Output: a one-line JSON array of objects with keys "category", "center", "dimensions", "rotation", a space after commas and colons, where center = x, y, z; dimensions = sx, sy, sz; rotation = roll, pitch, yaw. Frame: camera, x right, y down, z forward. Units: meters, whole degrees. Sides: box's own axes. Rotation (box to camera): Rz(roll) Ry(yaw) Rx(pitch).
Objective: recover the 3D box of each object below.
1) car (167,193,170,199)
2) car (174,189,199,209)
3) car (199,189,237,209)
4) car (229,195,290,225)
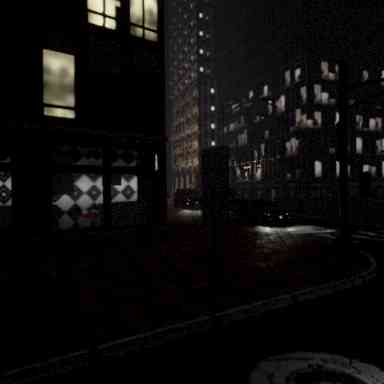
[{"category": "car", "center": [-5.221, 0.588, 59.400], "dimensions": [1.994, 1.385, 4.181], "rotation": [-1, 1, -18]}, {"category": "car", "center": [-0.360, 0.676, 35.843], "dimensions": [2.150, 2.045, 5.566], "rotation": [-1, 1, -18]}, {"category": "car", "center": [2.981, 0.657, 35.219], "dimensions": [2.150, 2.045, 5.566], "rotation": [-1, 1, -18]}, {"category": "car", "center": [4.413, 1.199, 21.711], "dimensions": [1.837, 1.490, 4.892], "rotation": [-1, 1, -19]}]
